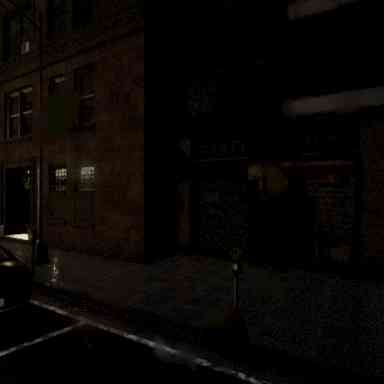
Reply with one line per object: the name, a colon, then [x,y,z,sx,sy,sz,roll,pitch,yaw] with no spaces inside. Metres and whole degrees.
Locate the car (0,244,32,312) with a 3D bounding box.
car: [-4.888,1.549,6.560,4.403,1.369,2.008,0,0,35]
